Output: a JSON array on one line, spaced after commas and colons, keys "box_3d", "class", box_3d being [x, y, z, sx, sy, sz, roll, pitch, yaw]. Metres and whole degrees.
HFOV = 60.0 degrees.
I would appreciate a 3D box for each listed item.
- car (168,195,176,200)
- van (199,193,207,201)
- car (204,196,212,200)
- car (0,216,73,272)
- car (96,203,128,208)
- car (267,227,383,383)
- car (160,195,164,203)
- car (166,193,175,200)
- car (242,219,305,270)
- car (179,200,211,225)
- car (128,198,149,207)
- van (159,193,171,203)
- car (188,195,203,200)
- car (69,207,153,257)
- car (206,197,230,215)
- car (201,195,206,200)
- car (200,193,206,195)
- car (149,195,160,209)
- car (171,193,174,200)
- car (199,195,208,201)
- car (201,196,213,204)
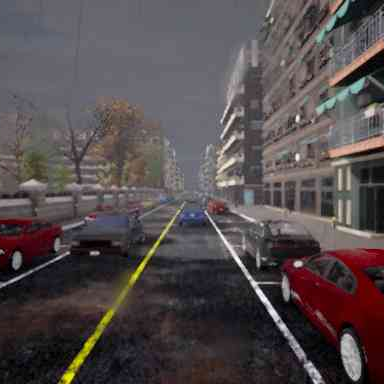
[{"box_3d": [-5.697, 1.437, 93.735, 1.947, 1.339, 4.313, 0, 0, 0], "class": "car"}, {"box_3d": [2.682, 1.224, 82.666, 1.690, 1.788, 3.998, 0, 0, 0], "class": "van"}, {"box_3d": [2.685, 1.481, 38.384, 1.887, 1.381, 4.507, 0, 0, 0], "class": "car"}, {"box_3d": [-5.694, 1.525, 10.707, 1.887, 1.381, 4.507, 0, 0, 0], "class": "car"}, {"box_3d": [-5.694, 1.544, 21.777, 1.802, 1.307, 4.206, 0, 0, 0], "class": "car"}, {"box_3d": [2.687, 1.536, 5.173, 1.887, 1.381, 4.507, 0, 0, 0], "class": "car"}, {"box_3d": [-5.696, 1.472, 49.454, 2.008, 1.369, 4.403, 0, 0, 0], "class": "car"}, {"box_3d": [-5.699, 1.192, 88.200, 2.192, 1.841, 5.009, 0, 0, 0], "class": "car"}, {"box_3d": [2.687, 1.532, 10.709, 2.008, 1.369, 4.403, 0, 0, 0], "class": "car"}, {"box_3d": [0.041, 1.507, 23.620, 2.033, 1.411, 5.357, 0, 0, 0], "class": "car"}, {"box_3d": [-5.694, 1.526, 32.848, 1.802, 1.307, 4.206, 0, 0, 0], "class": "car"}, {"box_3d": [-5.698, 1.242, 66.058, 1.690, 1.788, 3.998, 0, 0, 0], "class": "van"}, {"box_3d": [0.090, 1.491, 45.313, 1.994, 1.385, 4.181, 0, 0, 0], "class": "car"}, {"box_3d": [-3.016, 1.524, 13.046, 2.033, 1.411, 5.357, 0, 0, 0], "class": "car"}, {"box_3d": [2.686, 1.489, 32.849, 1.887, 1.381, 4.507, 0, 0, 0], "class": "car"}, {"box_3d": [2.685, 1.488, 49.455, 1.947, 1.339, 4.313, 0, 0, 0], "class": "car"}, {"box_3d": [2.684, 1.355, 54.989, 1.967, 1.590, 4.097, 0, 0, 0], "class": "car"}, {"box_3d": [-5.695, 1.454, 43.748, 1.752, 1.417, 4.829, 0, 0, 0], "class": "car"}, {"box_3d": [-5.698, 1.210, 71.594, 2.192, 1.841, 5.009, 0, 0, 0], "class": "car"}, {"box_3d": [2.684, 1.455, 77.130, 1.947, 1.339, 4.313, 0, 0, 0], "class": "car"}, {"box_3d": [2.684, 1.474, 60.525, 1.947, 1.339, 4.313, 0, 0, 0], "class": "car"}]
